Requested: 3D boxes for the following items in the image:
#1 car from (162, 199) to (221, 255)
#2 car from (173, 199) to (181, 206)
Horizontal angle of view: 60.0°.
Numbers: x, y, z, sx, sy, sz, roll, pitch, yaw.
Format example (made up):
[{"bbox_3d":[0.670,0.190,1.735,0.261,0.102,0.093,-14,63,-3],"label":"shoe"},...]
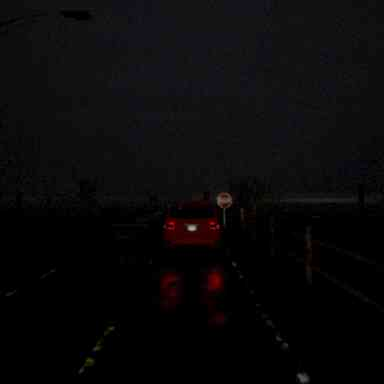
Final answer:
[{"bbox_3d":[0.002,1.353,14.021,2.150,2.045,5.566,0,0,0],"label":"car"},{"bbox_3d":[-3.276,2.259,73.564,1.837,1.490,4.892,0,-1,-2],"label":"car"}]
